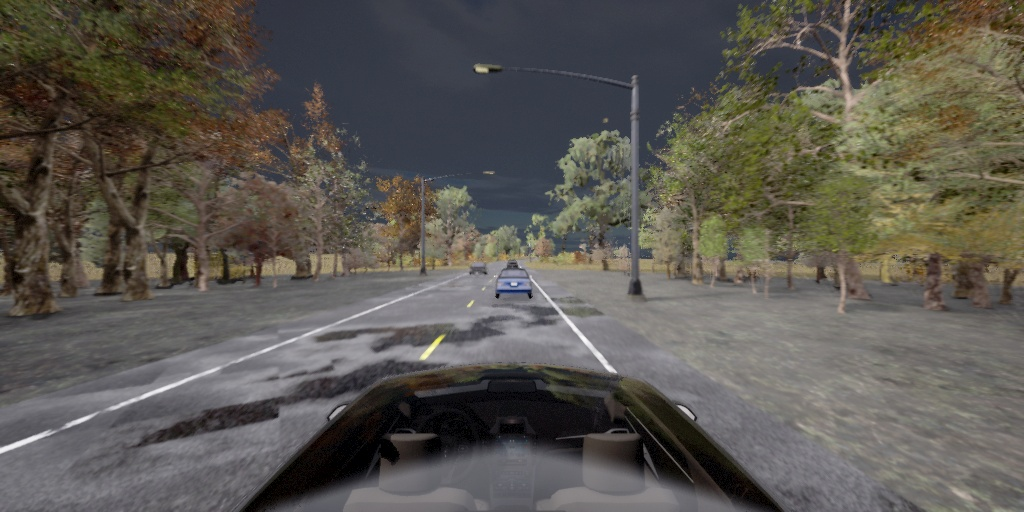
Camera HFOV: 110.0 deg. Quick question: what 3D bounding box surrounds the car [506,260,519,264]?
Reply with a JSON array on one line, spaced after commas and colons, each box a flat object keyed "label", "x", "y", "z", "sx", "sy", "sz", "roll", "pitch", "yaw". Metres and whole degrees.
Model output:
[{"label": "car", "x": 0.074, "y": 1.402, "z": 59.761, "sx": 1.837, "sy": 1.490, "sz": 4.892, "roll": 0, "pitch": 0, "yaw": 0}]

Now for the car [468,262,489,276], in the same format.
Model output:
[{"label": "car", "x": -3.589, "y": 1.392, "z": 39.360, "sx": 2.033, "sy": 1.411, "sz": 5.357, "roll": 0, "pitch": 0, "yaw": 0}]

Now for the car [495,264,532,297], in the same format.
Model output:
[{"label": "car", "x": 0.090, "y": 1.341, "z": 19.019, "sx": 2.033, "sy": 1.411, "sz": 5.357, "roll": 0, "pitch": 0, "yaw": 0}]
